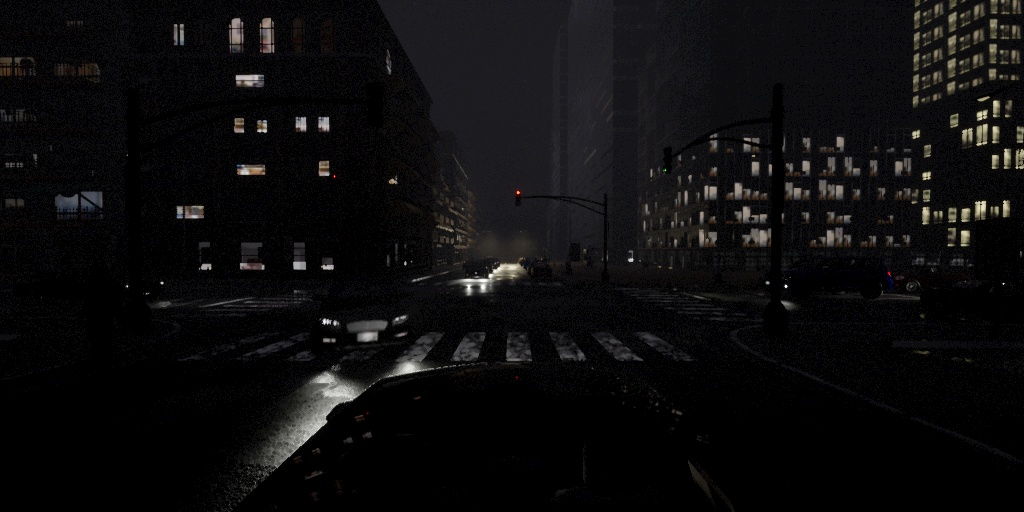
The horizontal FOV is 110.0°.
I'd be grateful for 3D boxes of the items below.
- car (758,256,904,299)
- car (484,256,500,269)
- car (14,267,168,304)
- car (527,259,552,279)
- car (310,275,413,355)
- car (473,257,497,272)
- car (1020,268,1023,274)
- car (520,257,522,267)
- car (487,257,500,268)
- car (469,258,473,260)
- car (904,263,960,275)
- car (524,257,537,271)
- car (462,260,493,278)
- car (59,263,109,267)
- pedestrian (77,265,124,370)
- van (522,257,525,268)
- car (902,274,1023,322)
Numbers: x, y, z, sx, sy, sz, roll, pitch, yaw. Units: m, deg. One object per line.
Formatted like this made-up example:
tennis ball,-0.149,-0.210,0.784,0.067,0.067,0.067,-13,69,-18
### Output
car,15.724,1.020,18.136,5.566,2.045,2.150,0,1,1
car,-3.131,1.055,50.827,2.097,1.767,4.553,0,0,0
car,-17.828,1.294,15.371,4.718,1.301,1.895,0,1,1
car,2.628,1.272,32.514,1.888,1.381,4.507,0,0,0
car,-3.696,1.239,8.904,2.128,1.511,4.902,1,0,-25
car,-3.135,1.220,41.590,1.837,1.490,4.892,0,0,0
car,25.744,1.336,18.010,4.902,1.511,2.128,0,1,1
car,2.607,1.240,55.097,1.888,1.381,4.507,0,0,0
car,-3.112,1.036,61.472,2.097,1.767,4.553,0,0,0
car,-5.736,1.270,49.410,1.948,1.339,4.313,0,0,0
car,23.356,1.230,20.773,4.097,1.591,1.967,0,0,1
car,2.623,1.159,38.159,1.967,1.591,4.097,0,0,0
car,-3.119,1.290,32.851,1.994,1.385,4.181,0,0,0
car,-25.875,1.110,21.377,4.507,1.381,1.888,0,0,1
pedestrian,-7.318,1.044,6.346,0.375,1.860,0.375,-1,1,0
van,2.612,1.045,49.451,1.690,1.789,3.998,0,0,0
car,16.705,1.445,12.220,4.403,1.370,2.007,0,0,1
